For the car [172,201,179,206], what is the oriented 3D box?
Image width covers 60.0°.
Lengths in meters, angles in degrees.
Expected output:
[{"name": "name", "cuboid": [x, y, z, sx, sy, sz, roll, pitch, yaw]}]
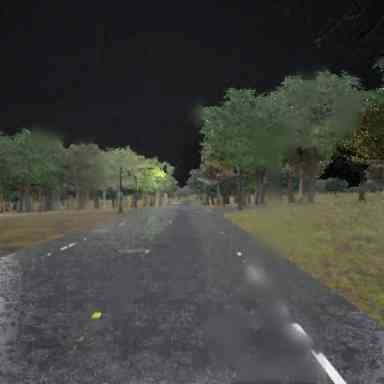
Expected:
[{"name": "car", "cuboid": [-4.404, 3.099, 88.031, 1.895, 1.301, 4.718, 0, -2, -1]}]
